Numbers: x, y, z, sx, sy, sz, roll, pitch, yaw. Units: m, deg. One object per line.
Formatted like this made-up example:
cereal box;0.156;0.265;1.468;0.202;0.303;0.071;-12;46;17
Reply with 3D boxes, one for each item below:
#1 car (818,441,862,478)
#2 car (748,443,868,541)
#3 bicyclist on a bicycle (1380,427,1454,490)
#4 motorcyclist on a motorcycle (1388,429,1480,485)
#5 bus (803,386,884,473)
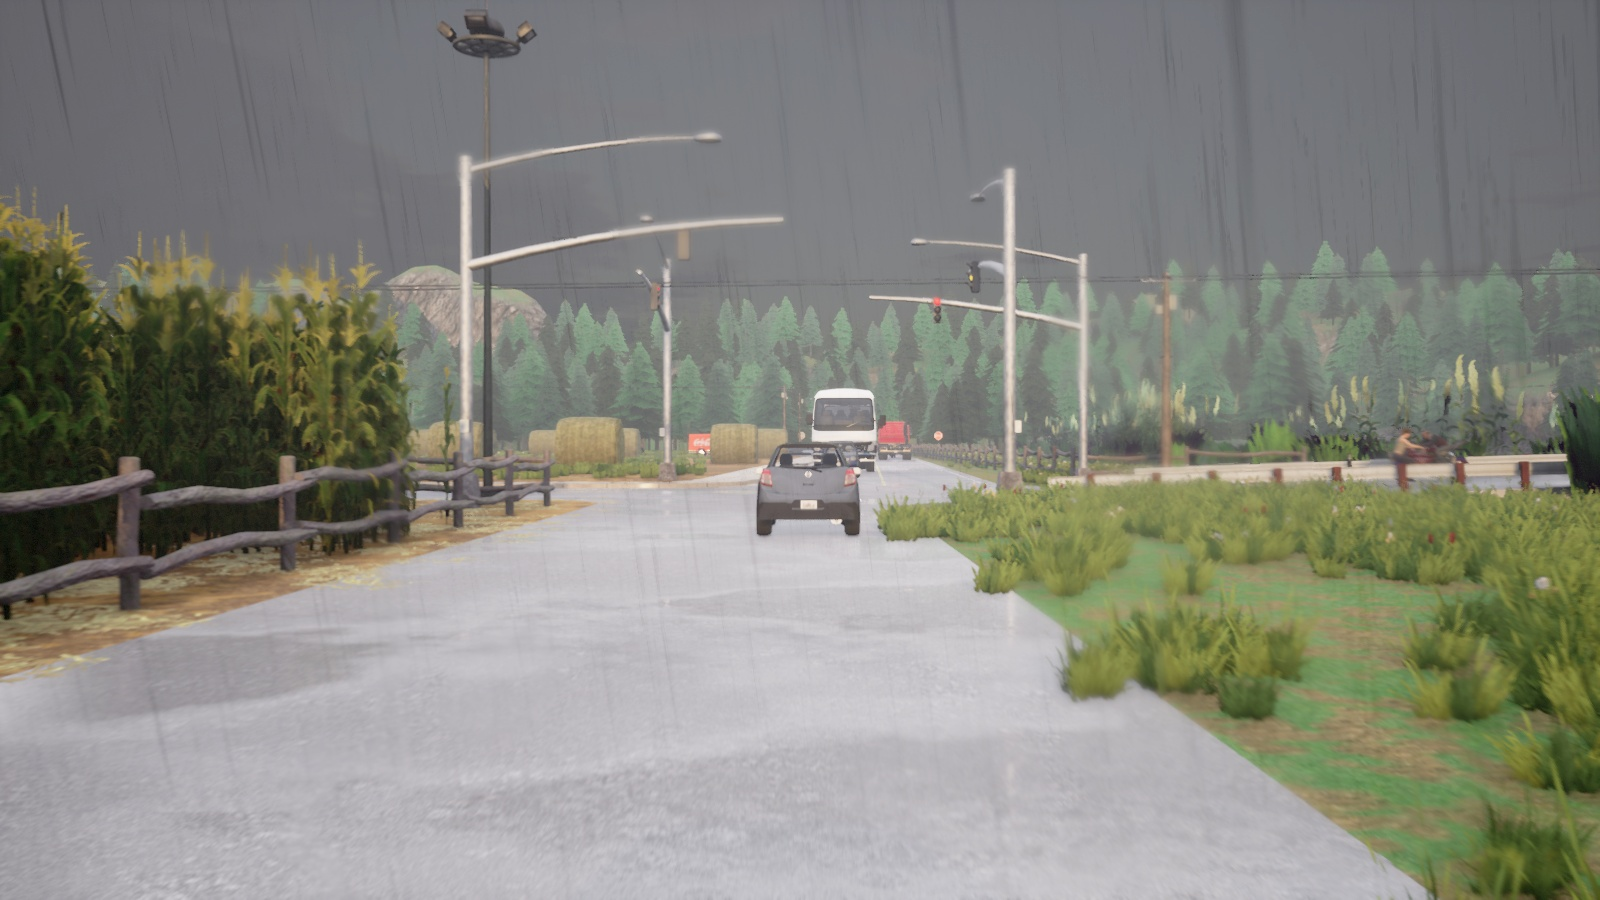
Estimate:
car;1.742;0.387;53.996;1.789;1.549;3.705;0;0;3
car;0.135;0.641;21.182;1.845;1.501;3.633;0;0;0
bicyclist on a bicycle;16.536;0.228;33.665;1.509;1.612;0.866;-3;0;6
motorcyclist on a motorcycle;18.648;0.217;36.976;2.191;1.530;0.866;-3;0;6
bus;2.406;-1.036;66.277;3.944;4.253;10.273;0;0;3
